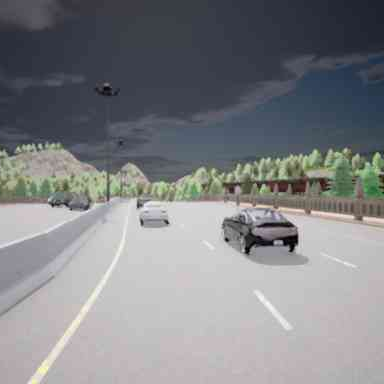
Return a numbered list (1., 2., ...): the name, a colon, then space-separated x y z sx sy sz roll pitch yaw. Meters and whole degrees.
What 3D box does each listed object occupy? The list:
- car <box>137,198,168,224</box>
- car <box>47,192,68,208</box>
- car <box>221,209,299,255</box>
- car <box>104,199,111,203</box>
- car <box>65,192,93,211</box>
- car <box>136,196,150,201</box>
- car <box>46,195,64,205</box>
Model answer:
1. car: -2.704 1.391 23.216 1.812 1.442 4.674 0 0 -10
2. car: -17.369 1.029 44.681 2.150 2.045 5.566 0 0 -10
3. car: 2.451 1.395 13.036 2.128 1.511 4.902 0 0 -7
4. car: -19.902 2.381 79.247 2.033 1.411 5.357 0 -5 -10
5. car: -12.592 1.178 37.842 2.097 1.767 4.553 0 0 -10
6. car: -5.810 1.263 40.736 2.128 1.511 4.902 0 0 -10
7. car: -22.889 1.322 55.919 1.812 1.442 4.674 0 0 -10
